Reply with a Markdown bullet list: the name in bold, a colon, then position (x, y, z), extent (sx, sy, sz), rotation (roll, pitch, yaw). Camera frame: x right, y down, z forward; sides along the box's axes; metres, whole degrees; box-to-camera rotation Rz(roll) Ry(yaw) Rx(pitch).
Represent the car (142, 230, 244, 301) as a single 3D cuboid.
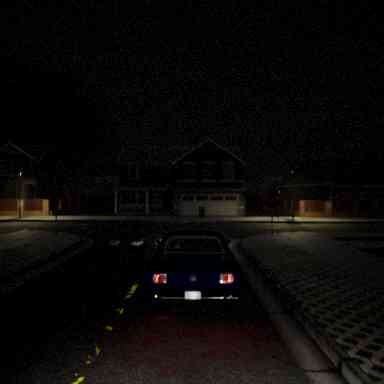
- **car**: position (0.037, 1.598, 8.288), extent (1.895, 1.301, 4.718), rotation (0, 0, 0)
